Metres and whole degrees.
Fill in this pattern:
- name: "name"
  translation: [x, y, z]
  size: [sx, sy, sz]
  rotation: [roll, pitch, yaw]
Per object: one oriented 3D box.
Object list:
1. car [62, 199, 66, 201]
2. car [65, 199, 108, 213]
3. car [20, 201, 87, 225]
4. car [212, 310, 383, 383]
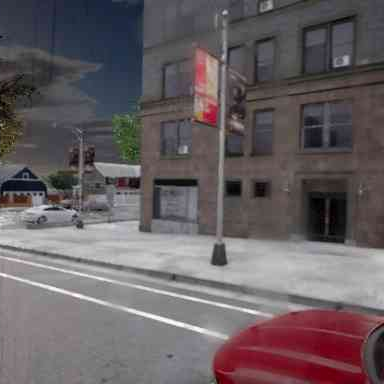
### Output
- name: "car"
  translation: [-14.242, 1.521, 39.109]
  size: [2.033, 1.411, 5.357]
  rotation: [2, 1, 36]
- name: "car"
  translation: [-11.515, 1.637, 37.336]
  size: [1.994, 1.385, 4.181]
  rotation: [2, 1, 36]
- name: "car"
  translation: [-11.173, 1.762, 26.550]
  size: [1.812, 1.442, 4.674]
  rotation: [2, 1, 36]
- name: "car"
  translation: [2.433, 1.471, 1.947]
  size: [5.008, 1.535, 1.882]
  rotation: [0, 0, 36]
